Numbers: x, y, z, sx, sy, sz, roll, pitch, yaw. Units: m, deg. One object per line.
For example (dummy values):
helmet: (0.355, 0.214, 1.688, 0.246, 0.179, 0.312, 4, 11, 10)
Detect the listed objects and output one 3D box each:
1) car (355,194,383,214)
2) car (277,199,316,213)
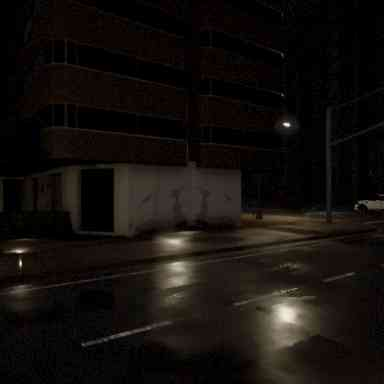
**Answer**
car: (19.462, 1.216, 33.514, 2.150, 2.045, 5.566, 0, 0, -34)
car: (11.833, 1.521, 37.980, 1.812, 1.442, 4.674, 0, 0, -36)
